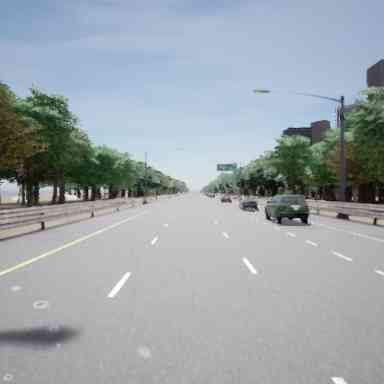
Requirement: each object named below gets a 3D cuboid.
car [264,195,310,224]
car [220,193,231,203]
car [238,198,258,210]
[{"bbox_3d":[7.029,1.231,25.091,2.150,2.045,5.566,0,0,0],"label":"car"},{"bbox_3d":[7.274,1.402,72.548,2.097,1.767,4.553,0,0,0],"label":"car"},{"bbox_3d":[7.090,1.529,42.178,1.837,1.490,4.892,0,0,0],"label":"car"}]
